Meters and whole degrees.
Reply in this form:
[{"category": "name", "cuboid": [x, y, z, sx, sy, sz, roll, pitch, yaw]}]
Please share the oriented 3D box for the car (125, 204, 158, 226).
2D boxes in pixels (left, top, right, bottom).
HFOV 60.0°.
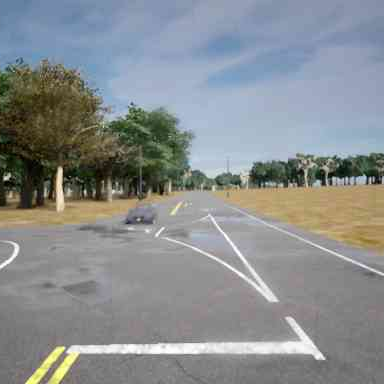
[{"category": "car", "cuboid": [-3.591, 1.599, 24.269, 1.994, 1.385, 4.181, -1, 2, 0]}]
